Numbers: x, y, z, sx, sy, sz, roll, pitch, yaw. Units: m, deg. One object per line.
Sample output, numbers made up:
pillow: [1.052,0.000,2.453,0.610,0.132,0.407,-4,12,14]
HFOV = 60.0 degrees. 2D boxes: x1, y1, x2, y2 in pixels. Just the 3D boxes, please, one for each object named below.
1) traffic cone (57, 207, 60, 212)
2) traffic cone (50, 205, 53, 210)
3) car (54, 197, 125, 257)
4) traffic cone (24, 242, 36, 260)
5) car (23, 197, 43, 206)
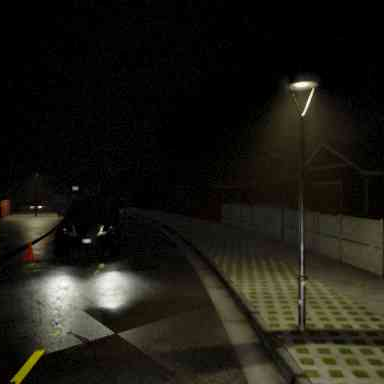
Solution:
traffic cone: [-15.335,1.972,38.298,0.340,0.580,0.340,0,0,-31]
traffic cone: [-17.936,1.972,42.386,0.340,0.580,0.340,0,0,-34]
car: [-3.935,1.229,13.456,2.150,2.045,5.566,0,0,-12]
traffic cone: [-5.424,1.963,11.136,0.340,0.580,0.340,0,0,-9]
car: [-26.122,1.579,54.512,1.994,1.385,4.181,0,0,-42]
